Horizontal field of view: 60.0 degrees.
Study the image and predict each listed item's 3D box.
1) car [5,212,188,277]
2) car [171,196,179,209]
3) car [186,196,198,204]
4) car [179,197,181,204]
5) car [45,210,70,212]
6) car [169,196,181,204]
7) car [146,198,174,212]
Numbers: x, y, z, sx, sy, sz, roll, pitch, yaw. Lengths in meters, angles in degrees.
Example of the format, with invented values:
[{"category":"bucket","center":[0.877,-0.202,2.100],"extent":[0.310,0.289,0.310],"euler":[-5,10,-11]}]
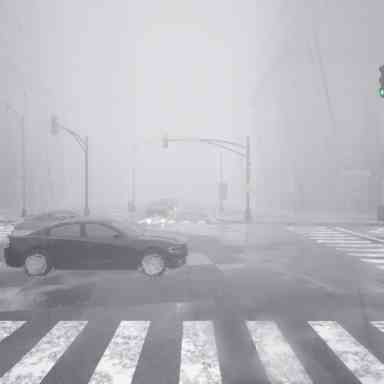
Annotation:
[{"category":"car","center":[-2.630,1.473,9.612],"extent":[5.008,1.535,1.882],"euler":[0,0,0]},{"category":"car","center":[-3.128,1.539,41.363],"extent":[2.033,1.411,5.357],"euler":[0,0,0]},{"category":"car","center":[-0.021,1.514,62.620],"extent":[1.812,1.442,4.674],"euler":[0,0,0]},{"category":"car","center":[-3.115,1.553,51.446],"extent":[1.994,1.385,4.181],"euler":[0,0,1]},{"category":"car","center":[-5.803,1.505,15.082],"extent":[4.181,1.385,1.994],"euler":[0,1,-29]},{"category":"car","center":[-3.068,1.466,61.938],"extent":[1.882,1.535,5.008],"euler":[0,0,1]},{"category":"car","center":[-3.123,1.540,31.290],"extent":[2.033,1.411,5.357],"euler":[0,0,0]}]
